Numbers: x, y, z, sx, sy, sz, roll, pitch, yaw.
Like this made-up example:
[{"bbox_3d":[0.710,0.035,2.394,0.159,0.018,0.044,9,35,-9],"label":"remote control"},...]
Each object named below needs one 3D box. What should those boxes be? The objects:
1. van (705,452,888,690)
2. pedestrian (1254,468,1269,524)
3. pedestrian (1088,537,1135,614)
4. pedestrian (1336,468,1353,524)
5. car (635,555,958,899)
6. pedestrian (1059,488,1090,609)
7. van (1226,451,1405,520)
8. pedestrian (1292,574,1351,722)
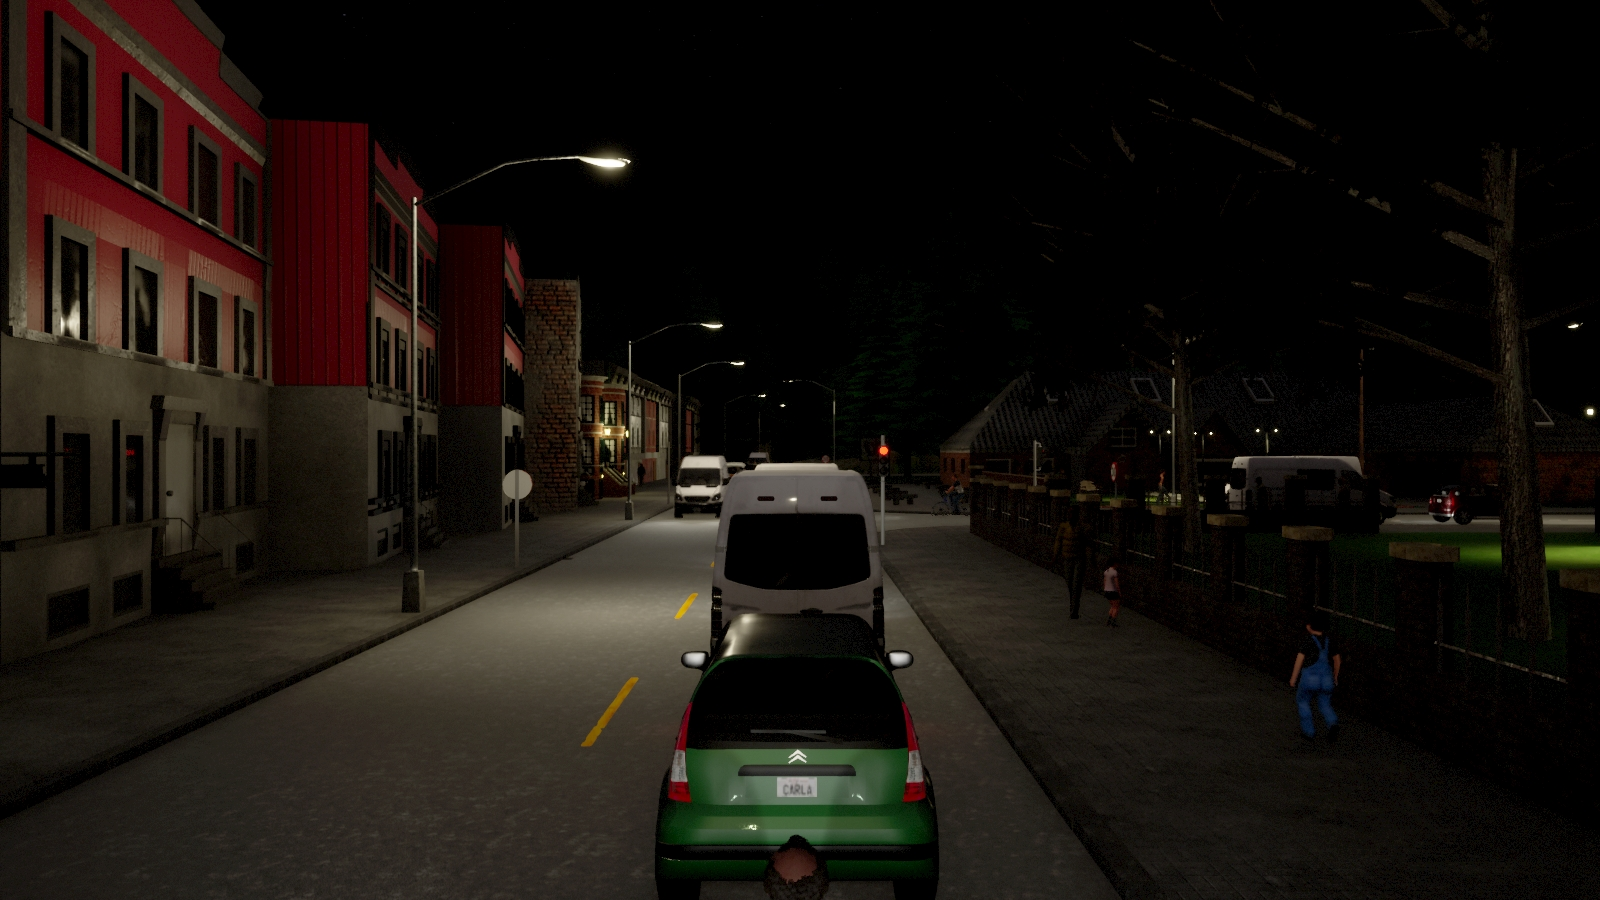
[{"bbox_3d":[-0.048,1.314,15.312,1.988,2.561,5.915,0,0,0],"label":"van"},{"bbox_3d":[15.429,1.525,38.182,0.375,1.860,0.375,0,0,2],"label":"pedestrian"},{"bbox_3d":[4.738,1.904,17.374,0.500,1.100,0.500,0,0,-17],"label":"pedestrian"},{"bbox_3d":[18.162,1.525,38.094,0.375,1.860,0.375,0,0,1],"label":"pedestrian"},{"bbox_3d":[-0.023,1.779,8.527,1.851,1.617,3.988,0,0,0],"label":"car"},{"bbox_3d":[4.296,1.525,17.864,0.375,1.860,0.375,0,0,30],"label":"pedestrian"},{"bbox_3d":[19.552,1.314,43.543,5.915,2.561,1.988,0,0,1],"label":"van"},{"bbox_3d":[4.784,1.805,10.497,0.375,1.300,0.375,0,0,0],"label":"pedestrian"}]
